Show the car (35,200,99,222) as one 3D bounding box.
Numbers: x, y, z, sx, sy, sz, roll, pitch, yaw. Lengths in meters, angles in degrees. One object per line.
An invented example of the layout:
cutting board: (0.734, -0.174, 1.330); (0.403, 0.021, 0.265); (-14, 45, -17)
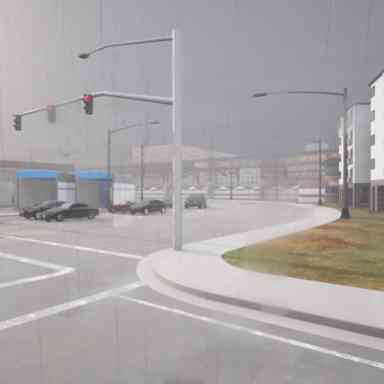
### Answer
car: (-9.590, 1.525, 26.544); (1.812, 1.442, 4.674); (0, 0, 36)

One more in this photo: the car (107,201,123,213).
car: (-7.067, 1.600, 36.378); (1.895, 1.301, 4.718); (0, 0, 30)

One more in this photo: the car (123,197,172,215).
car: (-4.459, 1.504, 34.031); (1.837, 1.490, 4.892); (0, 0, 30)

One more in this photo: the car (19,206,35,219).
car: (-12.299, 1.504, 28.770); (1.837, 1.490, 4.892); (0, 0, 36)

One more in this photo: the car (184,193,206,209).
car: (0.543, 1.220, 45.689); (2.150, 2.045, 5.566); (0, 0, 13)
